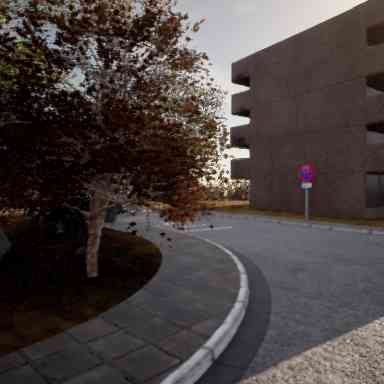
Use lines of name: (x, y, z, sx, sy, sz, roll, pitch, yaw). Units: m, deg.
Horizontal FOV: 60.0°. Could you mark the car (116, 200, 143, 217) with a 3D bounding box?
car: (-5.519, 0.865, 22.635, 4.718, 1.301, 1.895, 3, 1, 38)
